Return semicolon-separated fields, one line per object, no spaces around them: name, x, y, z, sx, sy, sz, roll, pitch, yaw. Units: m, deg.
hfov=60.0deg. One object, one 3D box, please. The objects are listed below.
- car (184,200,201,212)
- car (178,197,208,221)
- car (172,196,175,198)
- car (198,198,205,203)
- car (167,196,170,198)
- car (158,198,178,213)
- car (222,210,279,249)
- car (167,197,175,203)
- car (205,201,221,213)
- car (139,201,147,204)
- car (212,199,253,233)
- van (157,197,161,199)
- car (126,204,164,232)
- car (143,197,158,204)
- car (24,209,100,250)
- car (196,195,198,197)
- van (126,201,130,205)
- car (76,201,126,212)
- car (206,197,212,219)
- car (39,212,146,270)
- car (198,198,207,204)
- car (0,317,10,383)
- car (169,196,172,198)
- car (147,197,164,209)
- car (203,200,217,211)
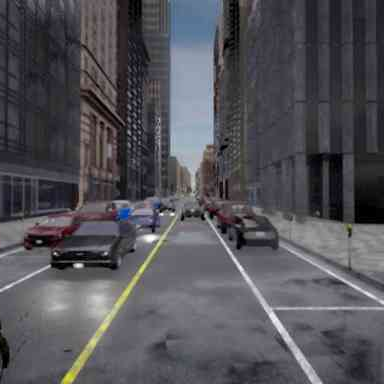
car;0.042;1.864;45.240;2.128;1.511;4.902;0;0;0
car;0.059;1.615;30.497;2.097;1.767;4.553;0;0;0
car;-5.955;2.179;82.515;1.887;1.381;4.507;1;0;0
car;2.556;2.289;93.770;1.802;1.307;4.206;1;0;0
car;-5.933;2.064;65.641;1.887;1.381;4.507;1;0;0
car;-3.059;1.908;43.435;2.033;1.411;5.357;0;0;0
car;2.657;1.701;15.028;1.947;1.339;4.313;0;0;0
car;-5.970;2.261;93.763;2.008;1.369;4.403;1;0;0
car;2.621;1.938;43.150;1.802;1.307;4.206;1;0;0
car;-5.890;1.826;31.893;2.008;1.369;4.403;1;0;0
car;2.652;1.498;20.655;2.192;1.841;5.009;1;0;0
van;-5.909;1.741;48.769;1.690;1.788;3.998;1;0;0
car;-3.093;1.719;21.652;1.812;1.442;4.674;0;0;1
car;-5.903;1.799;43.144;1.967;1.590;4.097;1;0;0
car;-5.868;1.683;15.019;1.887;1.381;4.507;0;-1;0
car;2.588;1.870;71.274;2.192;1.841;5.009;1;0;0
van;-5.881;1.572;26.270;1.690;1.788;3.998;1;0;0
car;-5.874;1.500;20.646;2.192;1.841;5.009;1;0;0
car;2.638;1.588;31.903;2.192;1.841;5.009;1;0;0
car;-3.107;1.656;11.766;2.033;1.411;5.357;0;-1;0
car;2.571;2.182;82.521;2.008;1.369;4.403;1;0;0
car;-3.096;1.586;2.136;1.994;1.385;4.181;0;-1;0
car;-5.940;2.082;71.096;1.752;1.417;4.829;1;0;0
car;-5.916;1.755;54.394;2.192;1.841;5.009;1;0;0
car;2.614;1.942;48.775;1.887;1.381;4.507;1;0;0
